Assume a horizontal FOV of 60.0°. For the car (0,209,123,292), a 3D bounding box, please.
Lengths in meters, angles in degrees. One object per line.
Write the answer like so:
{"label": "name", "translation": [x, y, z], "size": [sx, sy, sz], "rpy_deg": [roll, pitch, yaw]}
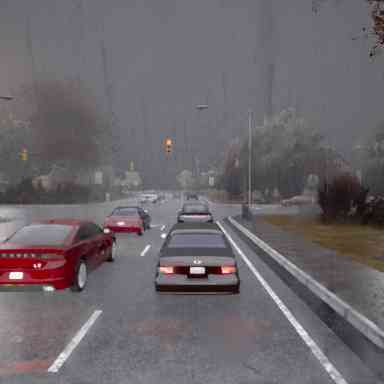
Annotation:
{"label": "car", "translation": [-3.392, 1.445, 8.895], "size": [1.882, 1.535, 5.008], "rpy_deg": [0, 0, 0]}

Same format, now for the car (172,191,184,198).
{"label": "car", "translation": [-3.963, 0.719, 86.347], "size": [2.128, 1.511, 4.902], "rpy_deg": [0, 1, -4]}

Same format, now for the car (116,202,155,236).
{"label": "car", "translation": [-3.389, 1.458, 17.882], "size": [1.994, 1.385, 4.181], "rpy_deg": [0, 1, 0]}

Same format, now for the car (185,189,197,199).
{"label": "car", "translation": [0.006, 0.608, 72.734], "size": [2.150, 2.045, 5.566], "rpy_deg": [0, 1, -1]}

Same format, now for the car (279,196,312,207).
{"label": "car", "translation": [13.714, 1.200, 43.067], "size": [4.674, 1.442, 1.812], "rpy_deg": [0, 1, -3]}

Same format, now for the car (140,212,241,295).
{"label": "car", "translation": [0.105, 1.516, 8.820], "size": [2.033, 1.411, 5.357], "rpy_deg": [0, 0, 0]}

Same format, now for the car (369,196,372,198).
{"label": "car", "translation": [24.326, 1.216, 43.681], "size": [5.357, 1.411, 2.033], "rpy_deg": [0, 1, -3]}

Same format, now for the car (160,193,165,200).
{"label": "car", "translation": [-7.016, 0.962, 65.312], "size": [2.128, 1.511, 4.902], "rpy_deg": [0, 1, 0]}

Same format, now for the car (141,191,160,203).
{"label": "car", "translation": [-7.061, 0.790, 55.139], "size": [2.150, 2.045, 5.566], "rpy_deg": [0, 1, 0]}

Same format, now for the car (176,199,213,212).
{"label": "car", "translation": [0.140, 1.380, 18.513], "size": [2.128, 1.511, 4.902], "rpy_deg": [0, 0, -1]}

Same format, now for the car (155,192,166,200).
{"label": "car", "translation": [-7.079, 0.871, 75.700], "size": [2.128, 1.511, 4.902], "rpy_deg": [0, 1, -1]}
